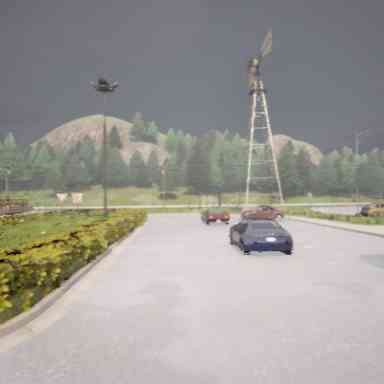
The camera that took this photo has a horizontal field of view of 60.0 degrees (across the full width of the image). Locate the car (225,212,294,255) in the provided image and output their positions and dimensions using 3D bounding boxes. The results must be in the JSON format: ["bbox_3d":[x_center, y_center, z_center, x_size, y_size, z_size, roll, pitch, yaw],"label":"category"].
[{"bbox_3d":[2.858,1.777,14.433,1.994,1.385,4.181,-1,-1,-3],"label":"car"}]

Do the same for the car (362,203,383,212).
[{"bbox_3d":[19.450,1.843,33.644,4.193,1.474,1.816,-1,-1,-3],"label":"car"}]

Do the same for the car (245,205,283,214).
[{"bbox_3d":[6.684,1.973,31.658,3.905,1.438,1.784,-1,-1,-3],"label":"car"}]

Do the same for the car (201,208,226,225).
[{"bbox_3d":[1.926,2.058,28.638,1.895,1.301,4.718,-1,-1,-5],"label":"car"}]
